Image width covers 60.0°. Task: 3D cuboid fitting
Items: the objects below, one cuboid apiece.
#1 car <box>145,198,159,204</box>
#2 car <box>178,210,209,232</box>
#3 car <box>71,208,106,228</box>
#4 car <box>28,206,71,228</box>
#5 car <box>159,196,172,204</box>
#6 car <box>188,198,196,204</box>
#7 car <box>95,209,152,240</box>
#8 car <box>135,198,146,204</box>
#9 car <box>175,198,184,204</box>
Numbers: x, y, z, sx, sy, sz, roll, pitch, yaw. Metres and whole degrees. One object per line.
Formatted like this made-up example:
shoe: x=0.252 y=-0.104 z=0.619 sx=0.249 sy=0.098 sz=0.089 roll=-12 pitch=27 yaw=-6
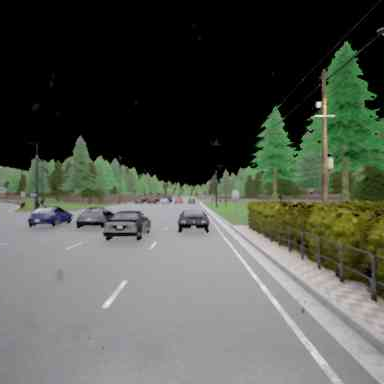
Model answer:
car: x=-10.506 y=2.460 z=88.236 sx=1.812 sy=1.442 sz=4.674 roll=0 pitch=-1 yaw=0
car: x=0.098 y=1.838 z=22.101 sx=1.895 sy=1.301 sz=4.718 roll=0 pitch=-1 yaw=0
car: x=-6.900 y=1.824 z=24.309 sx=1.994 sy=1.385 sz=4.181 roll=0 pitch=-1 yaw=0
car: x=-10.401 y=1.790 z=24.644 sx=1.812 sy=1.442 sz=4.674 roll=0 pitch=-1 yaw=0
car: x=-7.006 y=2.455 z=87.819 sx=1.812 sy=1.442 sz=4.674 roll=0 pitch=-1 yaw=0
car: x=-0.006 y=2.494 z=88.653 sx=1.994 sy=1.385 sz=4.181 roll=0 pitch=-1 yaw=0
car: x=-3.402 y=1.743 z=18.195 sx=2.033 sy=1.411 sz=5.357 roll=0 pitch=-1 yaw=0
car: x=-14.006 y=2.494 z=88.652 sx=1.994 sy=1.385 sz=4.181 roll=0 pitch=-1 yaw=0
car: x=-3.506 y=2.296 z=88.624 sx=2.097 sy=1.767 sz=4.553 roll=0 pitch=-1 yaw=0
